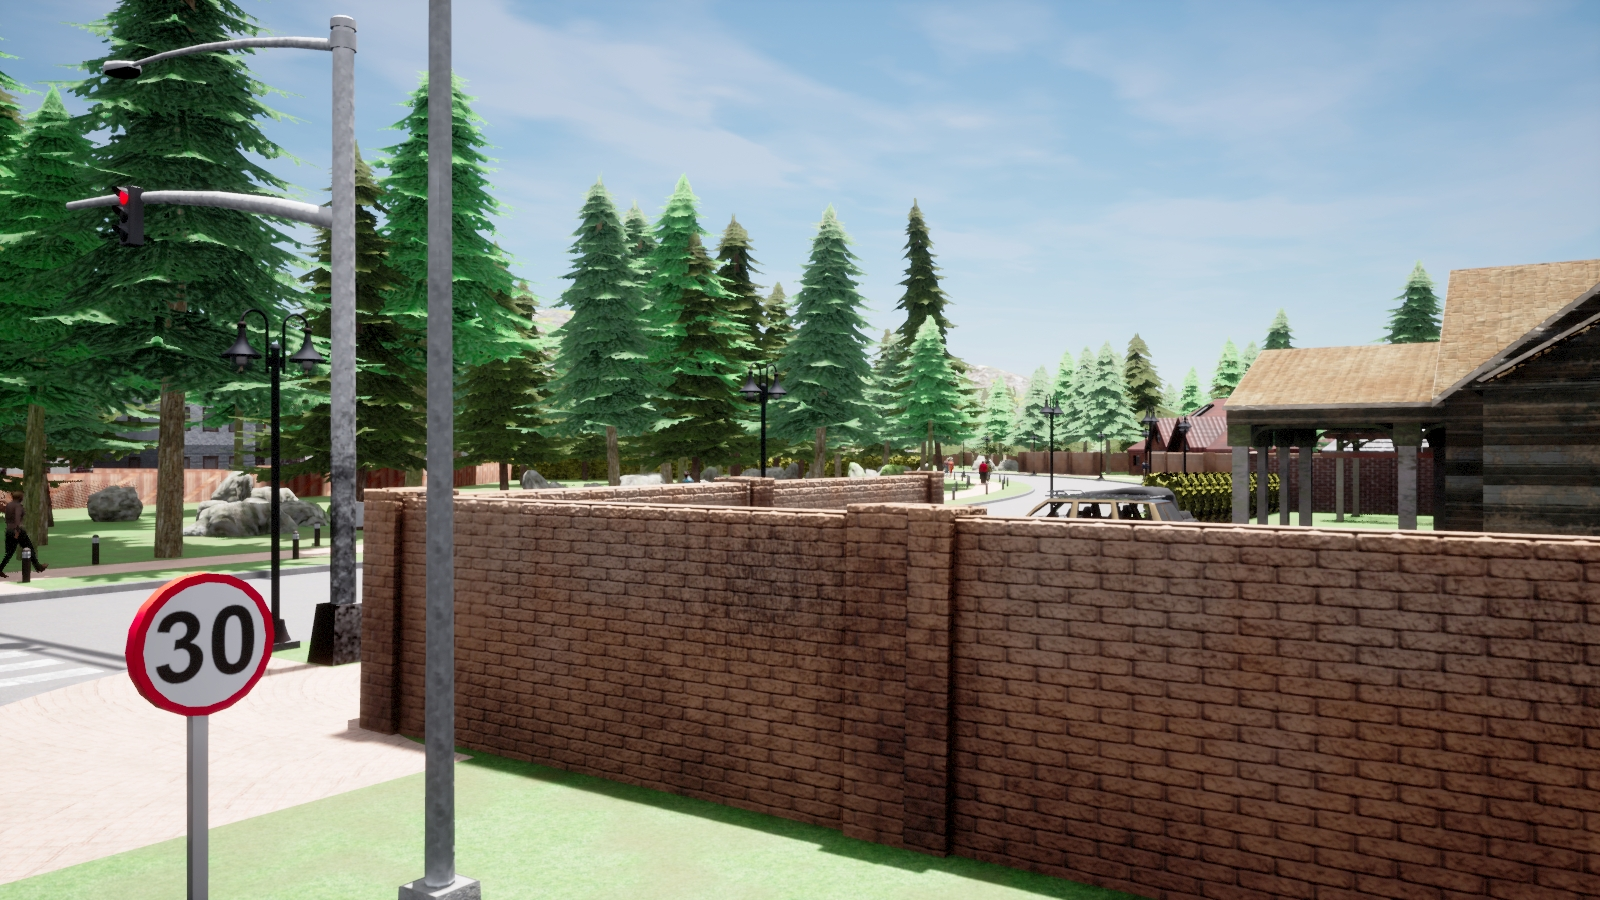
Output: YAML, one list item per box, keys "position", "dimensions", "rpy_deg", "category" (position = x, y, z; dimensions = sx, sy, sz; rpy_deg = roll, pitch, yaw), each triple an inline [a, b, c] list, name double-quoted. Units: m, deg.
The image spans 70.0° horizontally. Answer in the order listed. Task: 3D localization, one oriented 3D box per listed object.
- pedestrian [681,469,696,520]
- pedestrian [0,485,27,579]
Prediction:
- position: [-4.143, 1.646, 42.476]
  dimensions: [0.375, 1.860, 0.375]
  rpy_deg: [0, 0, 34]
  category: "pedestrian"
- position: [-15.947, 1.647, 23.115]
  dimensions: [0.375, 1.860, 0.375]
  rpy_deg: [0, 0, 22]
  category: "pedestrian"
